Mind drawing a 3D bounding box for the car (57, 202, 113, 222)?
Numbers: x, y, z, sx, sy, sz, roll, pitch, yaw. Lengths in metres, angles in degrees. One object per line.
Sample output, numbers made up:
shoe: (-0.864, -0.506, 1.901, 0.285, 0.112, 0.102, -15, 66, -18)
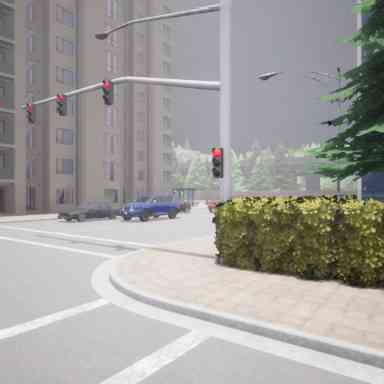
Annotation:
car: (-7.904, 1.547, 26.571, 2.033, 1.411, 5.357, 0, 0, 36)

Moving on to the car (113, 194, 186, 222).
car: (-3.282, 1.221, 26.957, 2.150, 2.045, 5.566, 0, 0, 36)

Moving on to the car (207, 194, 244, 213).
car: (3.914, 1.223, 36.746, 2.150, 2.045, 5.566, 0, 0, 36)

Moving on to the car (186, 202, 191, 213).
car: (-2.100, 1.478, 34.479, 1.882, 1.535, 5.008, 0, 0, 36)
